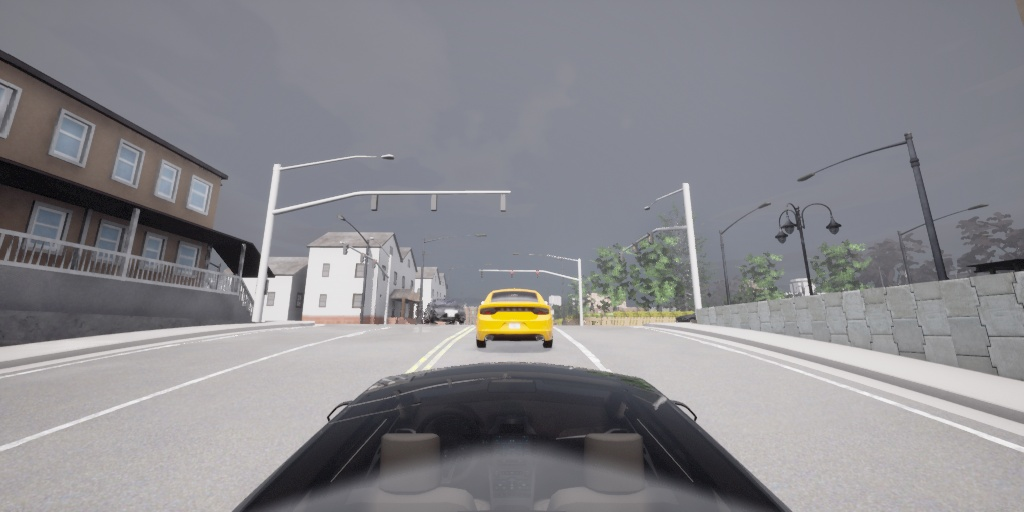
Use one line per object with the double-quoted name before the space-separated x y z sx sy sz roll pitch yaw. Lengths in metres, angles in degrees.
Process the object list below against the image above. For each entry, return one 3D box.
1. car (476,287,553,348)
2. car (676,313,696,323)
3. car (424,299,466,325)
"car" 0.070 1.723 10.547 1.882 1.535 5.008 0 -7 0
"car" 16.490 5.261 30.392 5.008 1.535 1.882 0 -12 1
"car" -3.947 3.252 20.870 2.128 1.511 4.902 5 -12 -19
